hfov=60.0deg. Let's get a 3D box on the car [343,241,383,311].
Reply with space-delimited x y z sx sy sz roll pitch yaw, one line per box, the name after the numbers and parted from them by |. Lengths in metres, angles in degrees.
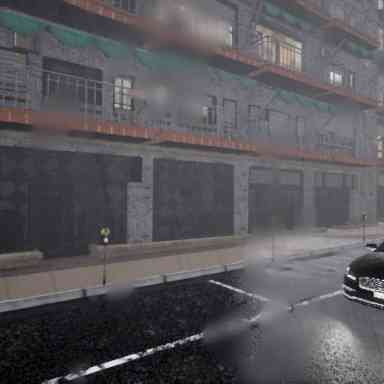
5.153 1.507 7.052 4.892 1.490 1.837 0 0 -36 | car
